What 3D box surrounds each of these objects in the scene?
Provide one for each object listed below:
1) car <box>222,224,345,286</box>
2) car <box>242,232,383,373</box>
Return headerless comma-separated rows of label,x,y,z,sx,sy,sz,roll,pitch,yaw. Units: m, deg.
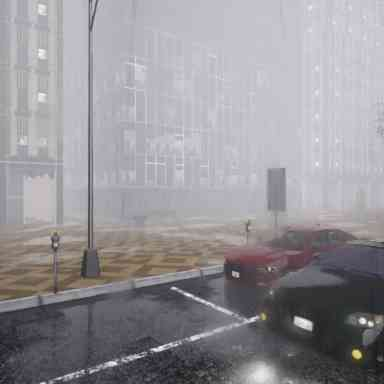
car,2.783,1.545,8.523,4.507,1.381,1.887,0,0,-35
car,3.102,1.565,5.572,4.181,1.385,1.994,0,0,-35
